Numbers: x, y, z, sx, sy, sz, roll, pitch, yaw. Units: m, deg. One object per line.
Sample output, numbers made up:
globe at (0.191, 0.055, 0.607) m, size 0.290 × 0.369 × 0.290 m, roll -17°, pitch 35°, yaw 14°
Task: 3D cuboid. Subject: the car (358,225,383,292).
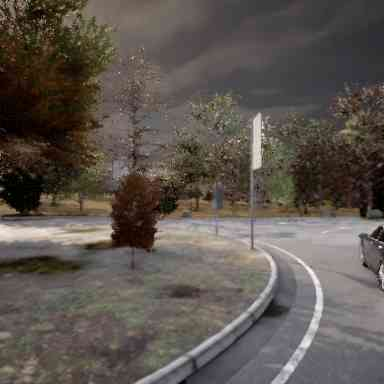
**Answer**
car at (5.692, 1.574, 8.706) m, size 1.837 × 1.490 × 4.892 m, roll 0°, pitch 0°, yaw 18°
